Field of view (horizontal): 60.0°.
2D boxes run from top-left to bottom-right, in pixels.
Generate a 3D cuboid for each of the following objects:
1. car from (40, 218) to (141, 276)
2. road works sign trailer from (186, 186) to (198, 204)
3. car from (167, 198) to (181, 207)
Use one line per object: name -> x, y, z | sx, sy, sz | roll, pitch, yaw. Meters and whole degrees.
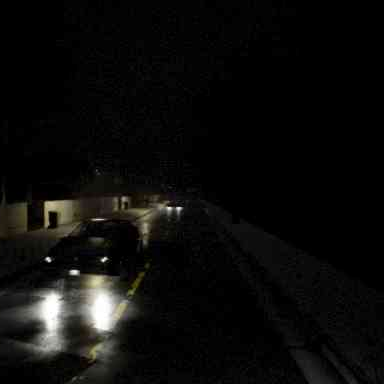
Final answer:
car -> -2.853, 1.572, 10.731 | 2.033, 1.411, 5.357 | 0, 0, 0
road works sign trailer -> -0.015, 0.656, 67.883 | 2.380, 3.560, 2.880 | 0, 0, 0
car -> -2.824, 1.667, 53.004 | 1.812, 1.442, 4.674 | 0, 0, 0
